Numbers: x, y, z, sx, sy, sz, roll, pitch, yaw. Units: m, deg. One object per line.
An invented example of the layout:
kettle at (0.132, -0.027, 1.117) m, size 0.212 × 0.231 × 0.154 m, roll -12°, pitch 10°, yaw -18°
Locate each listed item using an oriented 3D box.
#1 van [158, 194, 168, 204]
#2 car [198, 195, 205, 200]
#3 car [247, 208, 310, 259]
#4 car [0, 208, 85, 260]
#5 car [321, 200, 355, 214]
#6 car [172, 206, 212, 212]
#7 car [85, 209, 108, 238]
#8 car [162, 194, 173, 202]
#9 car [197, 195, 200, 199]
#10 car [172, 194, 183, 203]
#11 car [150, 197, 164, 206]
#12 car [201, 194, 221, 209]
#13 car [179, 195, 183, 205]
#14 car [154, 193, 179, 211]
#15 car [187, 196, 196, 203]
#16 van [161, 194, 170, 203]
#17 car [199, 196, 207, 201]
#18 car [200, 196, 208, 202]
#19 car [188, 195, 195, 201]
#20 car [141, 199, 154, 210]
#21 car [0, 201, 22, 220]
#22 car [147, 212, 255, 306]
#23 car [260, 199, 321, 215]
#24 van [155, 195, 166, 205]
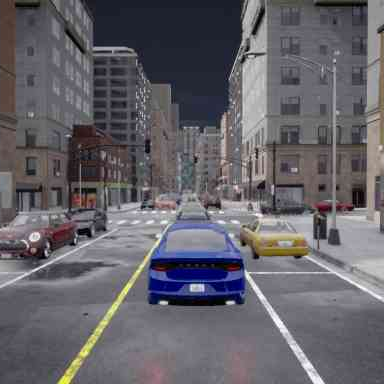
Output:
van at (-5.783, 1.399, 66.920) m, size 1.690 × 1.788 × 3.998 m, roll -1°, pitch 0°, yaw 0°
car at (2.714, 1.624, 94.862) m, size 2.008 × 1.369 × 4.403 m, roll -1°, pitch 0°, yaw 0°
car at (2.829, 1.527, 12.391) m, size 1.752 × 1.417 × 4.829 m, roll -1°, pitch 0°, yaw 0°
car at (-5.696, 1.442, 12.207) m, size 1.967 × 1.590 × 4.097 m, roll -1°, pitch 0°, yaw 0°
car at (13.308, 1.458, 32.848) m, size 4.718 × 1.301 × 1.895 m, roll -1°, pitch 1°, yaw -1°
car at (0.073, 1.606, 17.489) m, size 1.895 × 1.301 × 4.718 m, roll 0°, pitch 0°, yaw 0°
car at (-5.704, 1.571, 17.703) m, size 1.947 × 1.339 × 4.313 m, roll -1°, pitch 0°, yaw 0°
car at (-5.801, 1.380, 78.092) m, size 2.192 × 1.841 × 5.009 m, roll -1°, pitch 0°, yaw 0°
car at (2.747, 1.372, 66.933) m, size 2.192 × 1.841 × 5.009 m, roll -1°, pitch 0°, yaw 0°
car at (-3.114, 1.412, 73.139) m, size 2.097 × 1.767 × 4.553 m, roll 0°, pitch 0°, yaw 0°
car at (-5.764, 1.573, 55.578) m, size 1.752 × 1.417 × 4.829 m, roll -1°, pitch 0°, yaw 0°
car at (2.777, 1.351, 44.589) m, size 2.192 × 1.841 × 5.009 m, roll -1°, pitch 0°, yaw 0°
car at (-3.175, 1.272, 57.840) m, size 2.150 × 2.045 × 5.566 m, roll 0°, pitch 0°, yaw 0°
car at (-3.165, 1.385, 42.140) m, size 2.097 × 1.767 × 4.553 m, roll 0°, pitch 0°, yaw 0°
car at (-0.115, 1.580, 74.019) m, size 2.128 × 1.511 × 4.902 m, roll 0°, pitch 0°, yaw 0°
van at (-5.792, 1.403, 72.506) m, size 1.690 × 1.788 × 3.998 m, roll -1°, pitch 0°, yaw 0°
car at (2.728, 1.634, 83.691) m, size 1.947 × 1.339 × 4.313 m, roll -1°, pitch 0°, yaw 0°
car at (2.735, 1.590, 78.275) m, size 1.752 × 1.417 × 4.829 m, roll -1°, pitch 0°, yaw 0°
car at (-0.131, 1.538, 84.471) m, size 1.895 × 1.301 × 4.718 m, roll 0°, pitch 0°, yaw 0°
car at (-5.746, 1.602, 44.577) m, size 1.947 × 1.339 × 4.313 m, roll -1°, pitch 0°, yaw 0°
car at (-18.073, 1.665, 29.486) m, size 5.008 × 1.535 × 1.882 m, roll -1°, pitch 1°, yaw -1°
car at (0.084, 1.478, 8.126) m, size 1.882 × 1.535 × 5.008 m, roll 0°, pitch 0°, yaw 0°
car at (8.595, 1.449, 30.003) m, size 4.892 × 1.490 × 1.837 m, roll -1°, pitch 1°, yaw 5°
van at (-5.775, 1.394, 61.334) m, size 1.690 × 1.788 × 3.998 m, roll -1°, pitch 0°, yaw 0°
